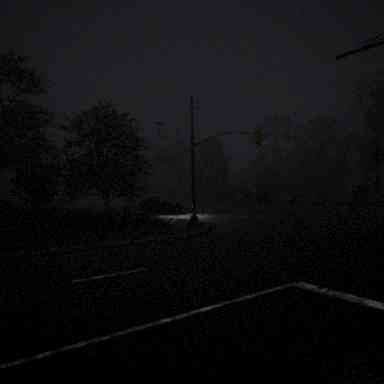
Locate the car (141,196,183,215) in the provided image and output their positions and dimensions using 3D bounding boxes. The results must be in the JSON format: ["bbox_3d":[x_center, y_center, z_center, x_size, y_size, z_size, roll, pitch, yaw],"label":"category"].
[{"bbox_3d":[-2.753,1.147,29.751,1.882,1.535,5.008,-2,1,-38],"label":"car"}]

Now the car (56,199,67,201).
[{"bbox_3d":[-19.080,1.130,49.973,2.033,1.411,5.357,-2,1,-39],"label":"car"}]
